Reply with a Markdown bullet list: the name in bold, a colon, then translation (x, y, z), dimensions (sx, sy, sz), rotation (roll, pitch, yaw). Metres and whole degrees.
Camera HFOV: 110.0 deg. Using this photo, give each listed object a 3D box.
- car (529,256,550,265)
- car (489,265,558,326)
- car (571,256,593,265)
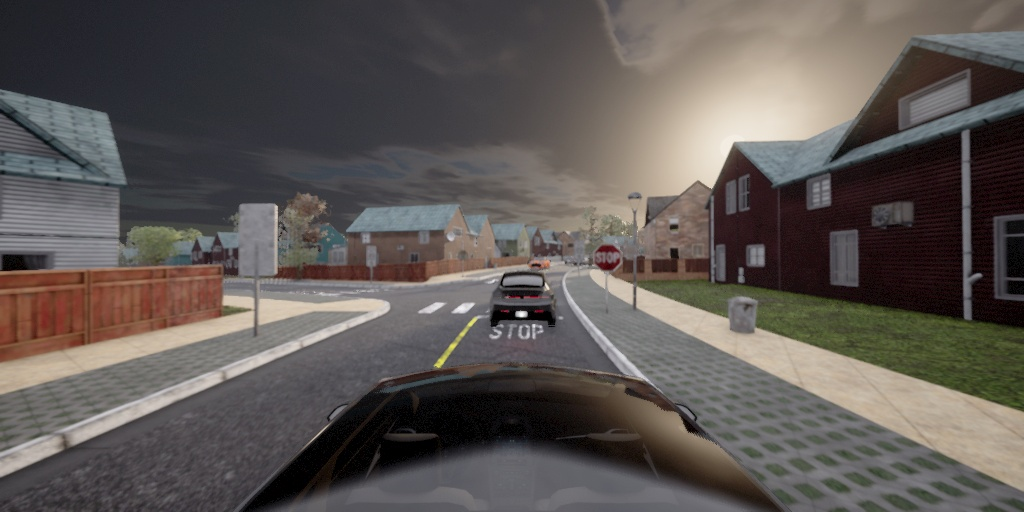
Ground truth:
- **car**: translation (3.586, 0.852, 46.611), dimensions (2.097, 1.767, 4.553), rotation (0, 0, 17)
- **car**: translation (0.406, 1.213, 11.484), dimensions (1.837, 1.490, 4.892), rotation (0, 0, 4)
- **car**: translation (12.324, 0.894, 62.636), dimensions (2.033, 1.411, 5.357), rotation (0, 0, 24)
